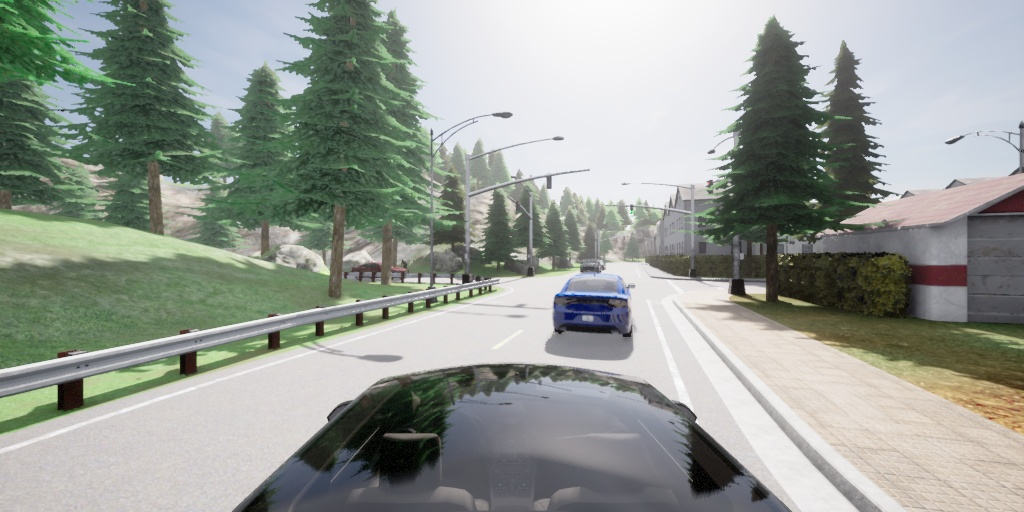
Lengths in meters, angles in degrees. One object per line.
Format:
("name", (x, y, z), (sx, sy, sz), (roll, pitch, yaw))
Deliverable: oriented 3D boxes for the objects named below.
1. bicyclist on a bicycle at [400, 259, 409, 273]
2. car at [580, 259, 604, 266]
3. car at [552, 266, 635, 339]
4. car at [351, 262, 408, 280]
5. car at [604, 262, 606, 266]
("bicyclist on a bicycle", (-11.458, 1.172, 38.030), (0.582, 1.620, 1.656), (-2, 5, 18))
("car", (9.425, 1.109, 42.822), (2.097, 1.767, 4.553), (0, 0, 19))
("car", (2.466, 1.229, 10.353), (1.882, 1.535, 5.008), (0, 0, 18))
("car", (-11.260, 1.247, 30.547), (5.008, 1.535, 1.882), (0, 0, 18))
("car", (12.756, 1.307, 52.737), (2.033, 1.411, 5.357), (0, 0, 19))
